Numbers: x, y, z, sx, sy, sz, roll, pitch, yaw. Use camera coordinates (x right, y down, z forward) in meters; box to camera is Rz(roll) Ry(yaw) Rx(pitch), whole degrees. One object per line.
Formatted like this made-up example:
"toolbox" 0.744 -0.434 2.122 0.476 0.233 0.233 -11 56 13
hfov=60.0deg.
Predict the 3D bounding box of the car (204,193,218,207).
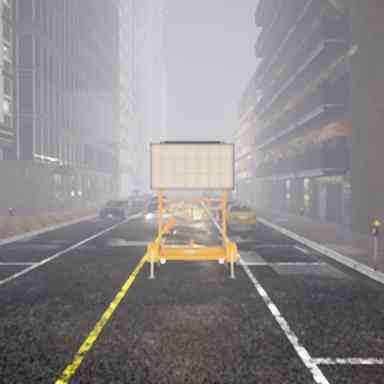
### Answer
"car" 2.723 1.071 36.521 2.008 1.369 4.403 0 1 0

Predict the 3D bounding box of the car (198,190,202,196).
"car" 2.743 0.550 59.110 2.192 1.841 5.009 0 1 0

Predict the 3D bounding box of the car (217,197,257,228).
"car" 2.708 1.262 19.745 1.752 1.417 4.829 0 1 0

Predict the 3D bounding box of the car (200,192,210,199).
"car" 2.752 0.674 70.409 1.802 1.307 4.206 0 1 0

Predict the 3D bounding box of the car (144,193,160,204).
"car" -5.648 0.904 47.653 1.752 1.417 4.829 0 1 0

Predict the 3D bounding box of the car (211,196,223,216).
"car" 2.713 1.231 25.225 1.947 1.339 4.313 0 1 0

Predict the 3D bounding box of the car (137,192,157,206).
"car" -5.653 0.888 42.175 1.967 1.590 4.097 0 1 0

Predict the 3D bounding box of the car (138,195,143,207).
"car" -5.657 1.070 36.527 2.008 1.369 4.403 0 1 0

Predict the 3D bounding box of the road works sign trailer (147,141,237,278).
"road works sign trailer" 0.008 0.334 9.627 2.380 3.560 2.880 0 1 0

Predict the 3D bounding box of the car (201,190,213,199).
"car" 2.732 0.817 47.815 1.967 1.590 4.097 0 1 0

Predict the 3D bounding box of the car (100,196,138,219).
"car" -5.668 1.231 25.231 1.947 1.339 4.313 0 1 0

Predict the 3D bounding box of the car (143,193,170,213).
"car" -3.069 1.095 31.008 1.837 1.490 4.892 0 1 0

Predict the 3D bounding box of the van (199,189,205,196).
"van" 2.772 0.160 92.999 1.690 1.788 3.998 0 1 0
